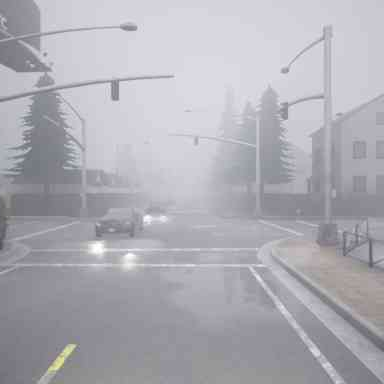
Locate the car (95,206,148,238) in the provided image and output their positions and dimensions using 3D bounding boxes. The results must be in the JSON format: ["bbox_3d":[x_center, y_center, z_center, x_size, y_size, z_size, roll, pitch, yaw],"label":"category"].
[{"bbox_3d":[-3.652,1.463,17.415,1.812,1.442,4.674,-1,0,0],"label":"car"}]

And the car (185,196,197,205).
[{"bbox_3d":[-0.100,1.491,59.300,2.128,1.511,4.902,0,0,0],"label":"car"}]

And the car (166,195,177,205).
[{"bbox_3d":[-3.622,1.351,56.581,2.097,1.767,4.553,0,0,0],"label":"car"}]

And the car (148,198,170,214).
[{"bbox_3d":[-3.658,1.601,34.831,1.895,1.301,4.718,0,0,0],"label":"car"}]
